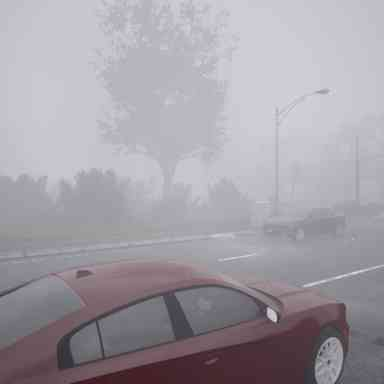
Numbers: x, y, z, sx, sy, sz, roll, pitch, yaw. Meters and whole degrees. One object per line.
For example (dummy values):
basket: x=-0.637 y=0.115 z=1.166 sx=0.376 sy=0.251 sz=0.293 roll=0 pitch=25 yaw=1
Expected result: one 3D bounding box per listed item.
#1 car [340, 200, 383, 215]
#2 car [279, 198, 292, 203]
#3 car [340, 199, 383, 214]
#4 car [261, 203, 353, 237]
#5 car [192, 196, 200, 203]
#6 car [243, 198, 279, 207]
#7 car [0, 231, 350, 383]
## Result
car: x=16.750 y=1.525 z=33.707 sx=1.812 sy=1.442 sz=4.674 roll=0 pitch=0 yaw=-32
car: x=12.375 y=1.557 z=47.194 sx=1.994 sy=1.385 sz=4.181 roll=0 pitch=0 yaw=-32
car: x=18.909 y=1.564 z=36.843 sx=1.994 sy=1.385 sz=4.181 roll=0 pitch=0 yaw=-32
car: x=5.602 y=1.477 z=16.505 sx=5.008 sy=1.535 sz=1.882 roll=0 pitch=0 yaw=-35
car: x=-0.100 y=1.426 z=66.222 sx=1.812 sy=1.442 sz=4.674 roll=0 pitch=0 yaw=-34
car: x=9.185 y=1.594 z=45.701 sx=1.895 sy=1.301 sz=4.718 roll=0 pitch=0 yaw=-32
car: x=-0.315 y=1.478 z=3.520 sx=5.008 sy=1.535 sz=1.882 roll=0 pitch=0 yaw=-35
